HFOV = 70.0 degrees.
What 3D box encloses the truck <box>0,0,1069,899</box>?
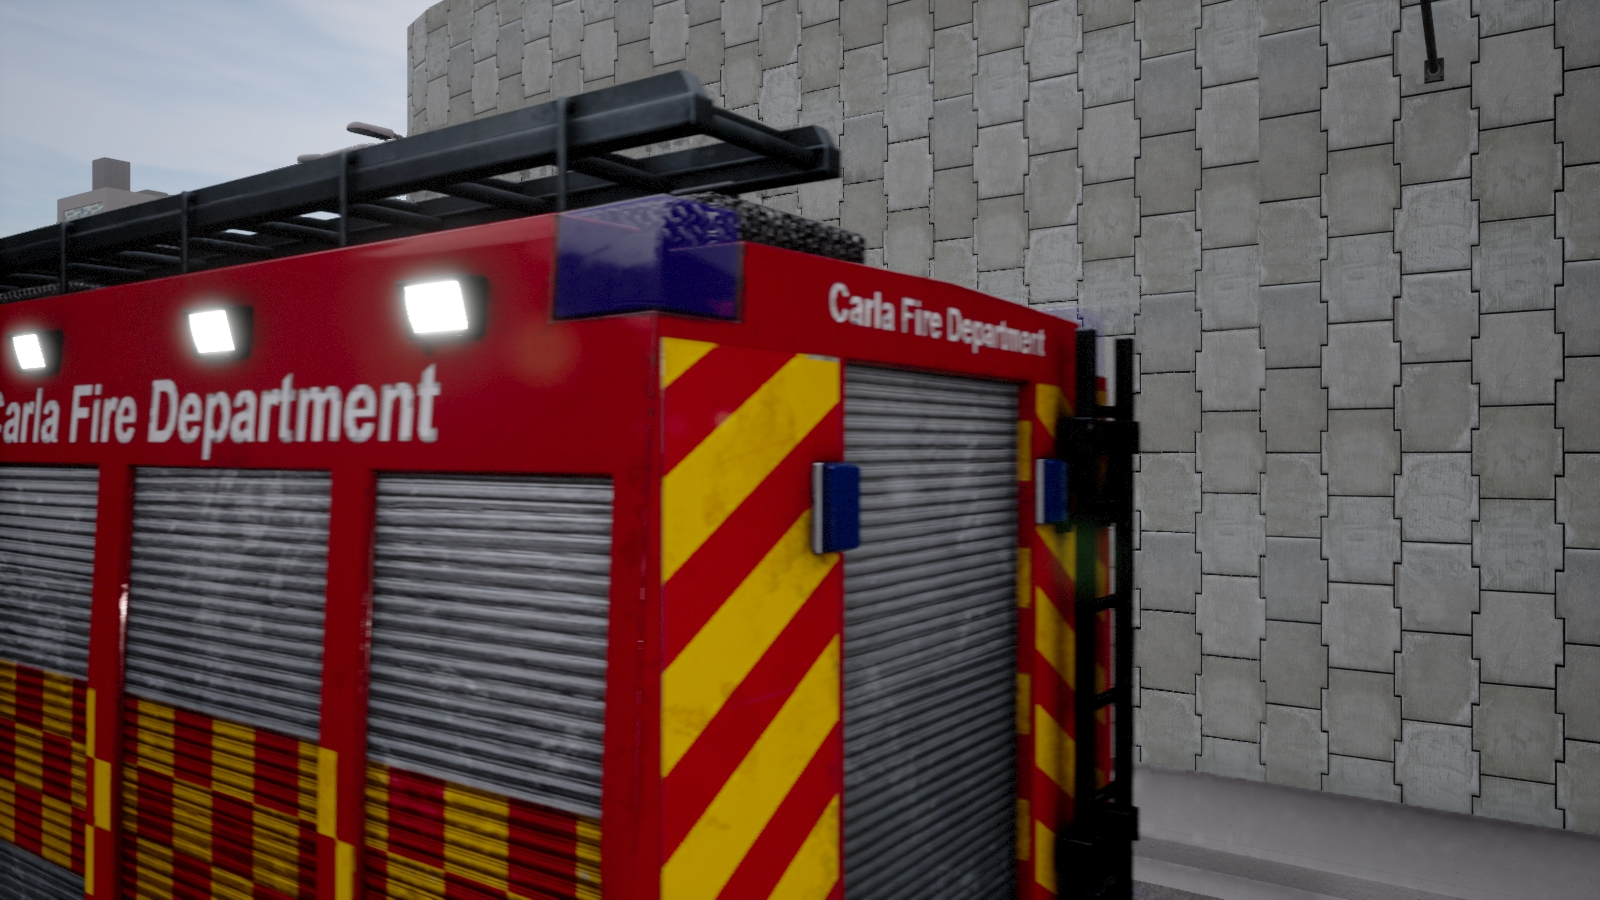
[{"bbox_3d":[-3.241,0.889,5.747,8.468,3.827,2.891,0,0,35],"label":"truck"}]
